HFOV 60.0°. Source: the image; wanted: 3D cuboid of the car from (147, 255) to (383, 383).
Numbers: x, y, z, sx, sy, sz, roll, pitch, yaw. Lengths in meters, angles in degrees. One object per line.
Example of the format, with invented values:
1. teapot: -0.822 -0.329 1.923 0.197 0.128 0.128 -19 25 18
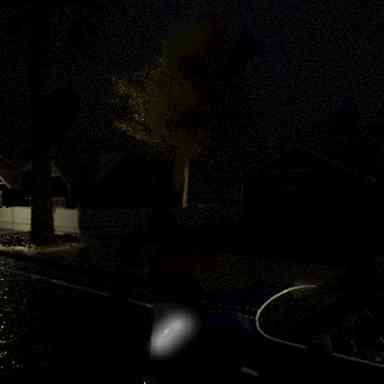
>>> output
1. car: 1.769 1.353 2.730 4.553 1.767 2.097 0 0 36
